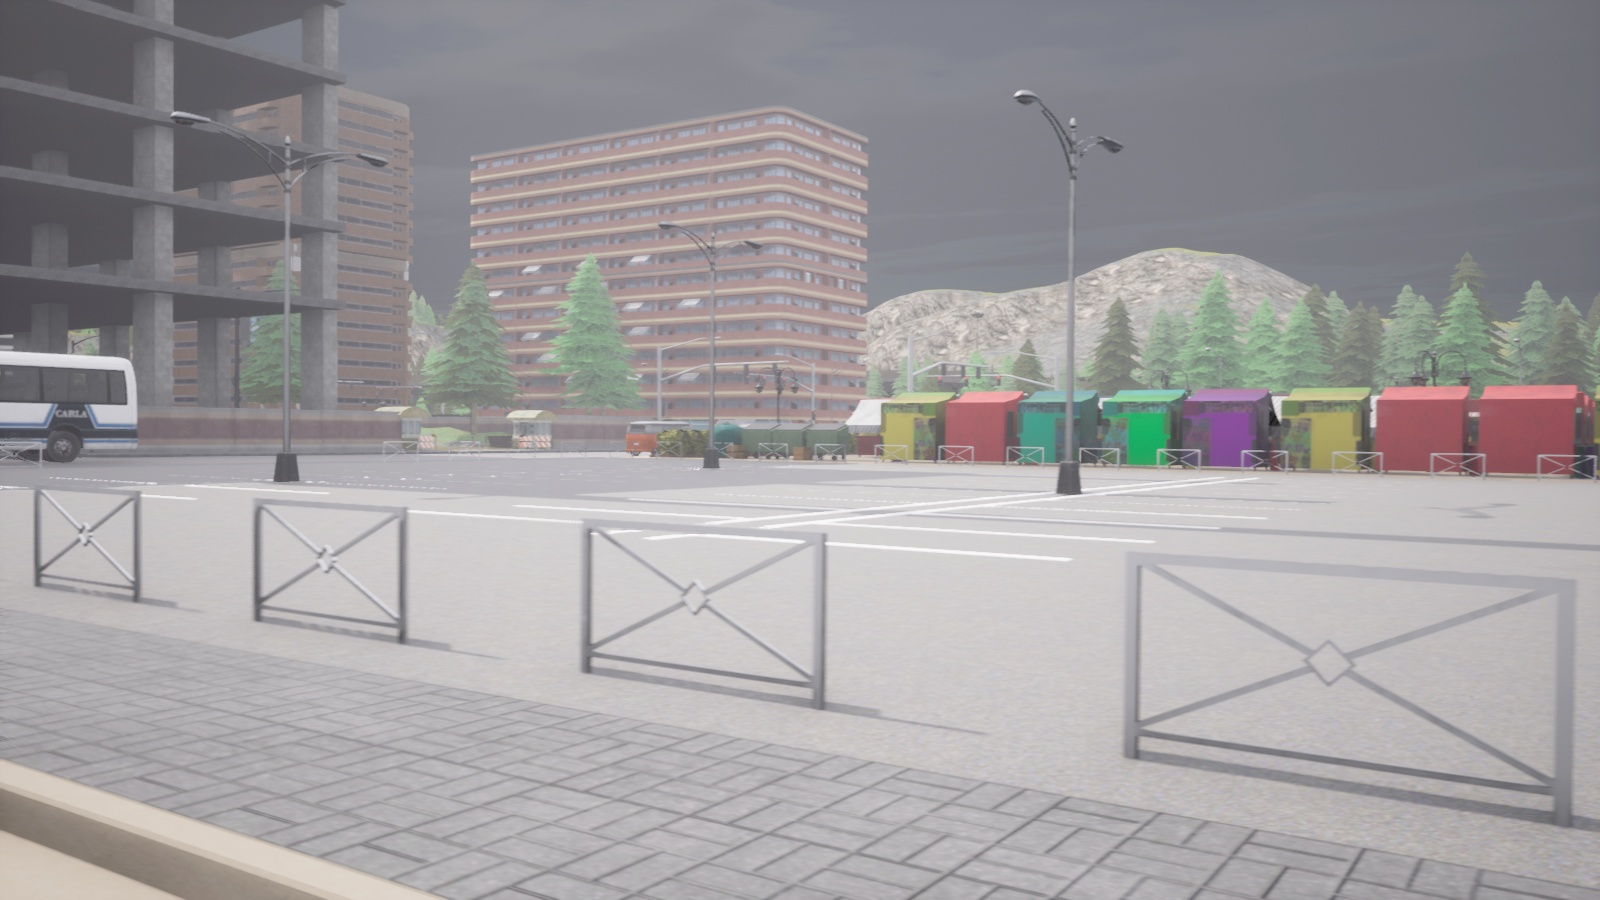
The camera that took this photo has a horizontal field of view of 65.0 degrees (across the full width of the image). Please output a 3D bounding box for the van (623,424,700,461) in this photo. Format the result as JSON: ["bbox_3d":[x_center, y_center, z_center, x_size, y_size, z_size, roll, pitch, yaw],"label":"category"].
[{"bbox_3d":[-7.585,-0.449,69.322,1.775,1.987,4.442,0,1,34],"label":"van"}]

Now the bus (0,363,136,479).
[{"bbox_3d":[-30.885,-1.058,46.699,3.944,4.253,10.273,0,1,33],"label":"bus"}]
